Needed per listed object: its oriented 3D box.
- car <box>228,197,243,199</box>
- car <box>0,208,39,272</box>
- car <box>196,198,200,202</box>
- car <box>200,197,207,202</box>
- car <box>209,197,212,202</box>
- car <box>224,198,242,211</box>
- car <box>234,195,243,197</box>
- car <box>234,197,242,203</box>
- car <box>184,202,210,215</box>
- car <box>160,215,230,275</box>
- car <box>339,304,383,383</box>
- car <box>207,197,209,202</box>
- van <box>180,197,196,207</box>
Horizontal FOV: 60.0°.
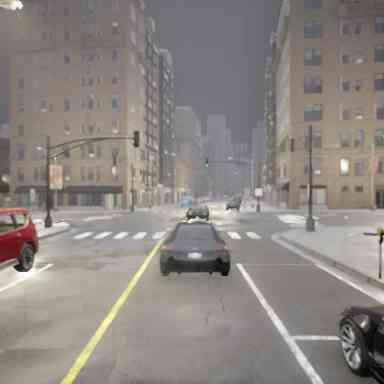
[{"bbox_3d":[7.460,1.947,57.937,1.947,1.339,4.313,0,0,9],"label":"car"},{"bbox_3d":[-5.674,1.378,8.246,2.192,1.841,5.009,-1,0,0],"label":"car"},{"bbox_3d":[-0.113,1.849,64.688,1.967,1.590,4.097,0,0,9],"label":"car"},{"bbox_3d":[1.564,2.001,75.380,1.752,1.417,4.829,0,0,9],"label":"car"},{"bbox_3d":[3.291,1.993,86.410,1.967,1.590,4.097,-1,0,9],"label":"car"},{"bbox_3d":[5.757,1.887,47.076,1.947,1.339,4.313,0,0,9],"label":"car"},{"bbox_3d":[10.862,1.832,79.661,2.192,1.841,5.009,-1,0,9],"label":"car"},{"bbox_3d":[12.565,2.147,90.519,2.008,1.369,4.403,-1,-1,9],"label":"car"},{"bbox_3d":[0.646,1.800,29.425,1.895,1.301,4.718,0,0,5],"label":"car"},{"bbox_3d":[0.089,1.646,10.703,1.994,1.385,4.181,0,0,0],"label":"car"},{"bbox_3d":[2.853,1.588,2.743,1.947,1.339,4.313,-1,0,0],"label":"car"},{"bbox_3d":[2.442,2.096,80.978,1.802,1.307,4.206,0,0,9],"label":"car"},{"bbox_3d":[-0.964,1.719,59.258,1.690,1.788,3.998,0,0,9],"label":"van"}]
